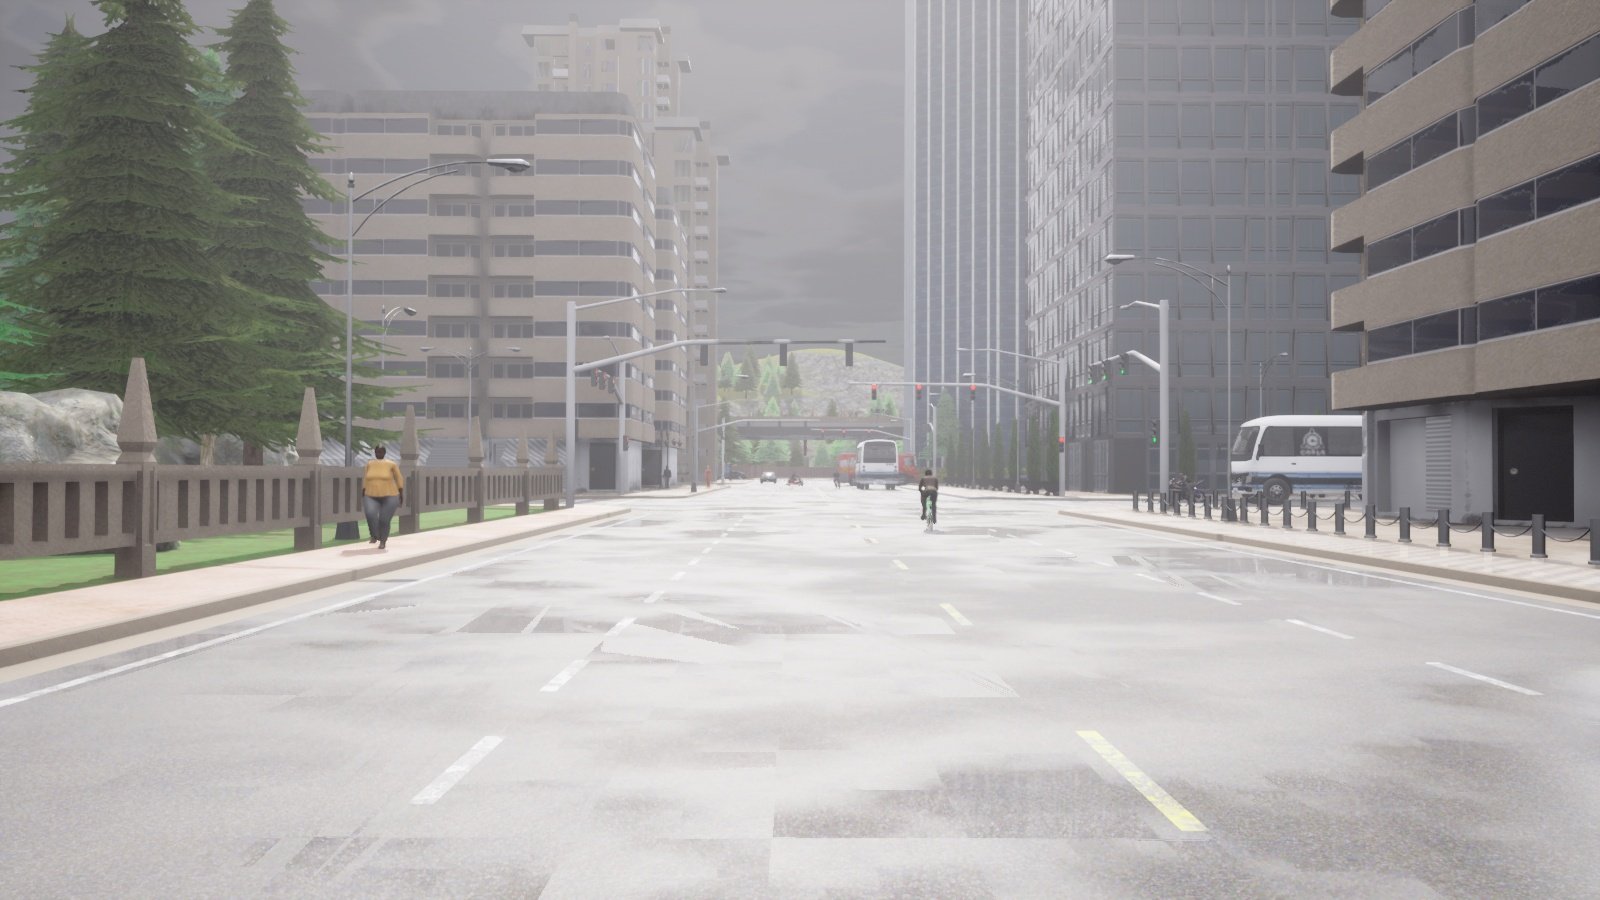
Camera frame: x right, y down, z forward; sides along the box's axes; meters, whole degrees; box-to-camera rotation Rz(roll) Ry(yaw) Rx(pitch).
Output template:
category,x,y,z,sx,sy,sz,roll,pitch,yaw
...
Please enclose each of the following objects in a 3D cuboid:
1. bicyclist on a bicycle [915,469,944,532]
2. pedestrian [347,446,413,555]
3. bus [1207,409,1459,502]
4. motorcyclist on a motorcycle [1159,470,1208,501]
category,x,y,z,sx,sy,sz,roll,pitch,yaw
bicyclist on a bicycle,3.417,1.312,33.235,0.582,1.620,1.656,0,-1,0
pedestrian,-7.348,0.872,21.988,0.874,1.855,0.900,0,-1,-2
bus,25.076,0.282,59.561,10.273,4.253,3.944,0,-1,0
motorcyclist on a motorcycle,19.262,1.775,63.053,2.191,1.530,0.866,0,-1,0
